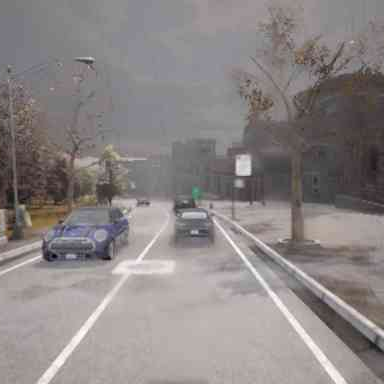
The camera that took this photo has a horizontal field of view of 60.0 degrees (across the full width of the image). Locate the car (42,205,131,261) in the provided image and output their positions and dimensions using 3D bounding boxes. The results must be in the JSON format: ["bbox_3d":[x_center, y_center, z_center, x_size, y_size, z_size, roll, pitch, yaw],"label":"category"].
[{"bbox_3d":[-3.623,1.330,12.170,2.097,1.767,4.553,0,0,0],"label":"car"}]

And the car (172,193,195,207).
[{"bbox_3d":[-0.948,1.141,36.160,2.150,2.045,5.566,-1,0,-6],"label":"car"}]

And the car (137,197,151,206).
[{"bbox_3d":[-7.914,1.533,54.129,2.033,1.411,5.357,-1,0,-13],"label":"car"}]

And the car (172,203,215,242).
[{"bbox_3d":[0.097,1.497,16.116,1.812,1.442,4.674,0,0,0],"label":"car"}]
